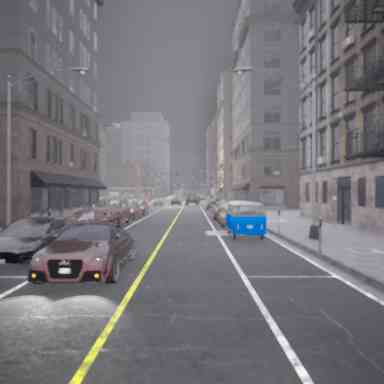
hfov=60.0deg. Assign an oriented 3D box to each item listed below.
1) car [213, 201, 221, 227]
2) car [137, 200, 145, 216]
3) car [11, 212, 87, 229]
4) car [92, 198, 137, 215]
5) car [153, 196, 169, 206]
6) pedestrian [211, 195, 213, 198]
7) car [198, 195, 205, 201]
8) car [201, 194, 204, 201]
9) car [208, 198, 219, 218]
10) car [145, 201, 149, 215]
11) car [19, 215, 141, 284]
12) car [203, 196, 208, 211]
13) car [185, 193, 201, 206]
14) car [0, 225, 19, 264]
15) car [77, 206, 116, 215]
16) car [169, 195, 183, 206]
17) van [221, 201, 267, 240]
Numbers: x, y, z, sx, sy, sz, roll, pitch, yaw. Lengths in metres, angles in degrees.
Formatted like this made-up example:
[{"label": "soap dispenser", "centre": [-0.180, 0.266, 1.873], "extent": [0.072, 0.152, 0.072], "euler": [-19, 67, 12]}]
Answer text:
[{"label": "car", "centre": [2.626, 1.554, 22.511], "extent": [1.752, 1.417, 4.829], "euler": [0, 0, 0]}, {"label": "car", "centre": [-5.402, 1.475, 27.747], "extent": [1.967, 1.590, 4.097], "euler": [0, 0, 0]}, {"label": "car", "centre": [-5.393, 1.581, 11.518], "extent": [1.947, 1.339, 4.313], "euler": [0, 0, 0]}, {"label": "car", "centre": [-5.399, 1.343, 22.338], "extent": [2.192, 1.841, 5.009], "euler": [0, 0, 0]}, {"label": "car", "centre": [-5.415, 1.623, 54.793], "extent": [2.008, 1.369, 4.403], "euler": [0, 0, 0]}, {"label": "pedestrian", "centre": [2.727, 1.353, 45.620], "extent": [0.375, 1.860, 0.375], "euler": [0, 0, -8]}, {"label": "car", "centre": [2.591, 1.568, 92.967], "extent": [1.967, 1.590, 4.097], "euler": [0, 0, 0]}, {"label": "car", "centre": [0.345, 1.499, 72.575], "extent": [1.837, 1.490, 4.892], "euler": [0, 0, -28]}, {"label": "car", "centre": [2.623, 1.475, 27.751], "extent": [1.967, 1.590, 4.097], "euler": [0, 0, 0]}, {"label": "car", "centre": [-5.404, 1.483, 33.156], "extent": [1.967, 1.590, 4.097], "euler": [0, 0, 0]}, {"label": "car", "centre": [-2.857, 1.576, 9.466], "extent": [1.994, 1.385, 4.181], "euler": [0, 0, 0]}, {"label": "car", "centre": [2.728, 1.561, 42.673], "extent": [1.837, 1.490, 4.892], "euler": [0, 0, 0]}, {"label": "car", "centre": [0.037, 1.295, 57.529], "extent": [2.150, 2.045, 5.566], "euler": [0, 0, 2]}, {"label": "car", "centre": [-5.391, 1.559, 6.109], "extent": [2.008, 1.369, 4.403], "euler": [0, 0, 0]}, {"label": "car", "centre": [-5.396, 1.603, 16.928], "extent": [1.802, 1.307, 4.206], "euler": [0, 0, 0]}, {"label": "car", "centre": [-2.782, 1.677, 57.919], "extent": [1.895, 1.301, 4.718], "euler": [0, 0, 0]}, {"label": "van", "centre": [2.629, 1.362, 16.932], "extent": [1.690, 1.788, 3.998], "euler": [0, 0, 0]}]
